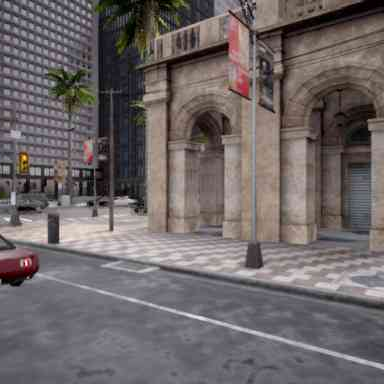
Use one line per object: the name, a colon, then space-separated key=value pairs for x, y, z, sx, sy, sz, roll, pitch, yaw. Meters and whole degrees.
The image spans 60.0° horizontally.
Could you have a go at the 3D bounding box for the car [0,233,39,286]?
car: x=-5.828 y=1.598 z=8.200 sx=4.718 sy=1.301 sz=1.895 roll=0 pitch=0 yaw=37

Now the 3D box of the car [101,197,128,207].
car: x=-10.925 y=1.513 z=50.140 sx=1.812 sy=1.442 sz=4.674 roll=0 pitch=0 yaw=36

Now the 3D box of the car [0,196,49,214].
car: x=-17.752 y=1.480 z=34.693 sx=2.128 sy=1.511 sz=4.902 roll=0 pitch=0 yaw=36

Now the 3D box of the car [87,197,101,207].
car: x=-13.927 y=1.500 z=51.276 sx=2.161 sy=1.482 sz=4.786 roll=0 pitch=0 yaw=35

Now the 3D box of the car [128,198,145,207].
car: x=-6.539 y=1.536 z=50.246 sx=2.033 sy=1.411 sz=5.357 roll=0 pitch=0 yaw=36

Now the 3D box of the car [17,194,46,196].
car: x=-19.422 y=1.210 z=38.360 sx=2.150 sy=2.045 sz=5.566 roll=0 pitch=0 yaw=36
